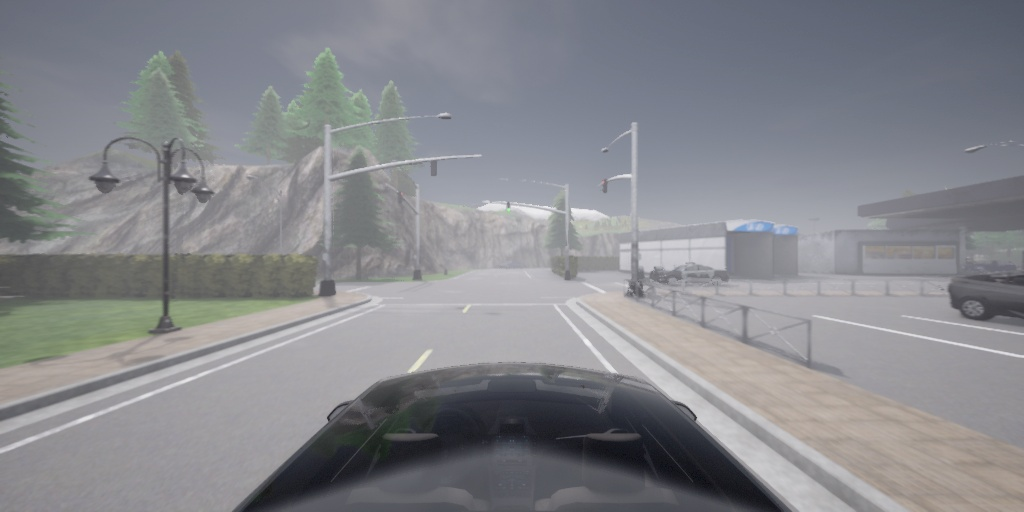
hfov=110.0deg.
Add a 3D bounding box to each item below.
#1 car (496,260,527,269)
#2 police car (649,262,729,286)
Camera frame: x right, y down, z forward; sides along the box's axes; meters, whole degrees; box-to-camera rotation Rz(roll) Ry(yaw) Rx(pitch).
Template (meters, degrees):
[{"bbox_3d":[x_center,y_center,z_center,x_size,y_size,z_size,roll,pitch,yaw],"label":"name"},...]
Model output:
[{"bbox_3d":[-0.064,1.435,58.630,5.357,1.411,2.033,0,0,-40],"label":"car"},{"bbox_3d":[12.511,1.232,25.513,5.238,1.638,1.930,0,0,1],"label":"police car"}]
